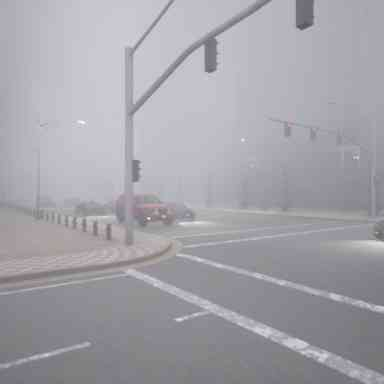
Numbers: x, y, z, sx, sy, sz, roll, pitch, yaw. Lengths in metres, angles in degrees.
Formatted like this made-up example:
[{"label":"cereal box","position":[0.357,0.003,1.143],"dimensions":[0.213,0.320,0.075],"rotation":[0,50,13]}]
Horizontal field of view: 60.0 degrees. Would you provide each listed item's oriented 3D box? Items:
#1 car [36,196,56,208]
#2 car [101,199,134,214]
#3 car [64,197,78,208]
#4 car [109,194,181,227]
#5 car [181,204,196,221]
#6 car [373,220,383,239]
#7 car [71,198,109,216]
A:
[{"label":"car","position":[-21.145,1.302,48.148],"dimensions":[2.097,1.767,4.553],"rotation":[0,0,-35]},{"label":"car","position":[-8.002,1.518,35.367],"dimensions":[1.994,1.385,4.181],"rotation":[0,0,-35]},{"label":"car","position":[-17.424,1.431,48.911],"dimensions":[1.882,1.535,5.008],"rotation":[0,0,-34]},{"label":"car","position":[-3.379,1.173,22.788],"dimensions":[2.150,2.045,5.566],"rotation":[0,0,-36]},{"label":"car","position":[-1.490,1.518,26.166],"dimensions":[1.994,1.385,4.181],"rotation":[0,0,-36]},{"label":"car","position":[10.422,1.544,15.736],"dimensions":[4.181,1.385,1.994],"rotation":[0,0,-36]},{"label":"car","position":[-9.624,1.515,31.583],"dimensions":[1.994,1.385,4.181],"rotation":[0,0,-35]}]
